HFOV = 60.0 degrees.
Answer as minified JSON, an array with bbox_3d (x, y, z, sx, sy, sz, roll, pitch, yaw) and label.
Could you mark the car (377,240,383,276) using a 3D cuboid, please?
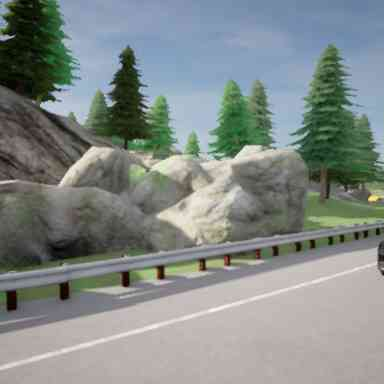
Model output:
[{"bbox_3d":[6.807,1.511,9.093,4.892,1.490,1.837,0,0,-39],"label":"car"}]
